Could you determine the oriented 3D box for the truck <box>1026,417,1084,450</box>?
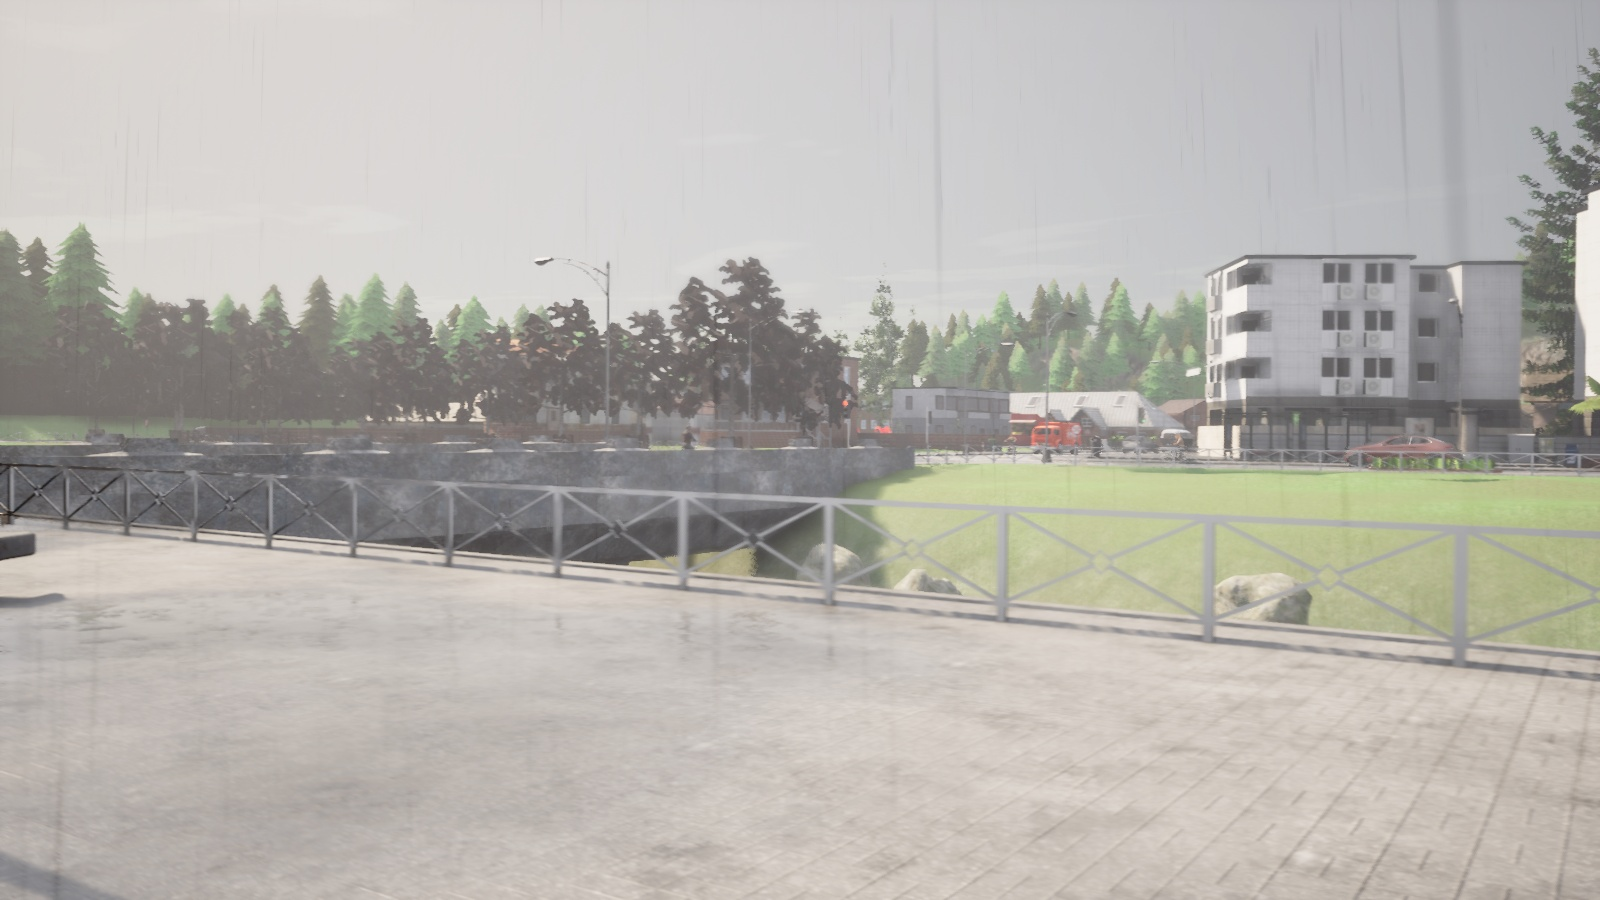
[{"bbox_3d":[19.594,-1.248,96.324,2.627,2.467,5.204,0,1,34],"label":"truck"}]

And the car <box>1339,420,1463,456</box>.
[{"bbox_3d":[28.418,-0.559,59.429,5.027,1.651,2.152,0,1,34],"label":"car"}]
